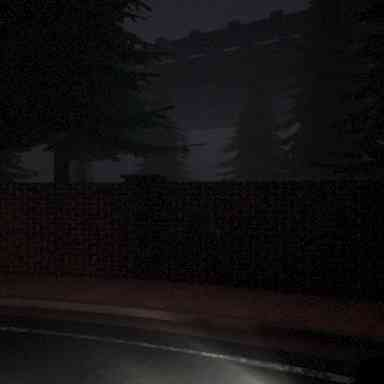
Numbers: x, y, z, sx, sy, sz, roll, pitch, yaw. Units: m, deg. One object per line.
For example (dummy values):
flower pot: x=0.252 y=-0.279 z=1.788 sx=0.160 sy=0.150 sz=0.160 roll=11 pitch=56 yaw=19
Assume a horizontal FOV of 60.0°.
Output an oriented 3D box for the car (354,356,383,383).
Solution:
car: x=3.592 y=1.547 z=1.360 sx=5.357 sy=1.411 sz=2.033 roll=0 pitch=0 yaw=23
